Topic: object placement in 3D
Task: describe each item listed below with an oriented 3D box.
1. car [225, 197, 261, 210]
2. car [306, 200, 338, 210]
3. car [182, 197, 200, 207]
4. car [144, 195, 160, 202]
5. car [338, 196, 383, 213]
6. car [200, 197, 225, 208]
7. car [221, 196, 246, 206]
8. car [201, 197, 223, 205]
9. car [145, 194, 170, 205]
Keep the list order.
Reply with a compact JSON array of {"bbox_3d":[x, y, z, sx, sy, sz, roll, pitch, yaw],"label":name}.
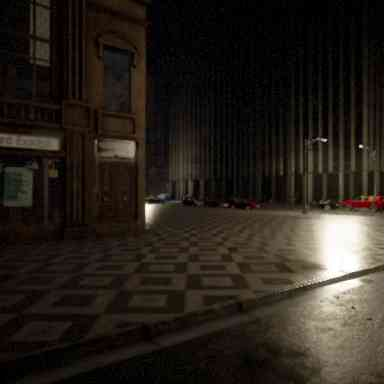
[{"bbox_3d":[6.893,1.623,43.236,1.887,1.381,4.507,0,0,-36],"label":"car"},{"bbox_3d":[17.117,1.665,43.732,1.947,1.339,4.313,0,0,-36],"label":"car"},{"bbox_3d":[0.202,1.512,52.316,1.967,1.590,4.097,0,0,-36],"label":"car"},{"bbox_3d":[-9.749,1.580,80.195,1.752,1.417,4.829,0,0,-36],"label":"car"},{"bbox_3d":[20.463,1.417,39.192,2.192,1.841,5.009,0,0,-36],"label":"car"},{"bbox_3d":[3.547,1.657,47.775,1.802,1.307,4.206,0,0,-36],"label":"car"},{"bbox_3d":[7.081,1.531,57.353,1.967,1.590,4.097,0,0,-36],"label":"car"},{"bbox_3d":[3.734,1.669,61.895,1.802,1.307,4.206,0,0,-36],"label":"car"},{"bbox_3d":[-6.488,1.615,61.395,2.008,1.369,4.403,0,0,-36],"label":"car"}]
